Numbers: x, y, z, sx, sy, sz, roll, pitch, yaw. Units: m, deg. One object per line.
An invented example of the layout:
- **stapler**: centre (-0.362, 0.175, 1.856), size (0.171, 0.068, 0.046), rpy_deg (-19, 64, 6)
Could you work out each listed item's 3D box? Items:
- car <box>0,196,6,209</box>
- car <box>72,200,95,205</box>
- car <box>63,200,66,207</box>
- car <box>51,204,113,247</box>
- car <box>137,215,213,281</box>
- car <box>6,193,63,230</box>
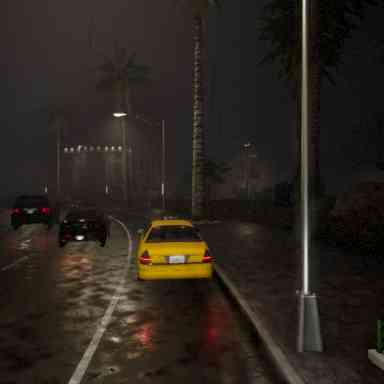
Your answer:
- **car**: centre (-24.672, 1.331, 44.438), size (4.553, 1.767, 2.097), rpy_deg (0, 0, 41)
- **car**: centre (-9.645, 1.497, 30.001), size (1.837, 1.490, 4.892), rpy_deg (0, 0, -24)
- **car**: centre (-17.883, 1.462, 42.823), size (1.882, 1.535, 5.008), rpy_deg (0, 0, -41)
- **car**: centre (-4.746, 1.500, 15.088), size (1.837, 1.490, 4.892), rpy_deg (0, 0, -11)
- **car**: centre (-0.649, 1.456, 9.853), size (1.801, 1.575, 5.366), rpy_deg (0, 0, -7)
- **car**: centre (-9.822, 1.213, 21.193), size (2.150, 2.045, 5.566), rpy_deg (0, 0, -17)
